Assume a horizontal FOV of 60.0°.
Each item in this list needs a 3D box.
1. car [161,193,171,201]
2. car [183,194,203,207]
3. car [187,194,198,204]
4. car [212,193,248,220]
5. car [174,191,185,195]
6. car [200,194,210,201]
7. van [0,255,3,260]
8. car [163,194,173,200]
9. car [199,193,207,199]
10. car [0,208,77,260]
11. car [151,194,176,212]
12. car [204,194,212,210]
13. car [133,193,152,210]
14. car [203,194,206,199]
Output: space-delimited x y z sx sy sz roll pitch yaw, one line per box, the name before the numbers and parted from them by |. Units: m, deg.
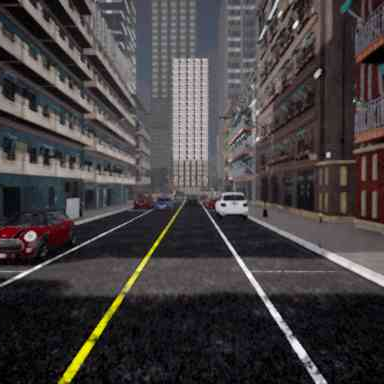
car | -5.622 1.010 72.667 1.967 1.590 4.097 -1 0 0
car | 0.106 1.298 44.198 1.994 1.385 4.181 0 0 0
car | 0.059 1.175 55.133 1.837 1.490 4.892 0 0 0
car | 3.029 1.064 26.289 2.150 2.045 5.566 0 0 0
car | -2.918 0.540 77.578 2.150 2.045 5.566 0 0 0
car | 2.760 1.115 72.645 1.887 1.381 4.507 -1 0 0
van | -5.692 1.301 6.386 1.690 1.788 3.998 -1 0 0
car | -5.615 1.084 78.191 1.887 1.381 4.507 -1 0 0
car | 2.771 1.032 83.861 1.752 1.417 4.829 -1 0 0
car | -5.686 1.367 11.910 1.967 1.590 4.097 -1 0 0
car | -3.057 1.306 36.307 1.812 1.442 4.674 0 0 0
car | 2.725 1.306 39.505 1.887 1.381 4.507 -1 0 0
car | -5.658 1.077 39.525 2.192 1.841 5.009 -1 0 0
car | 2.731 1.280 45.028 2.008 1.369 4.403 -1 0 0
